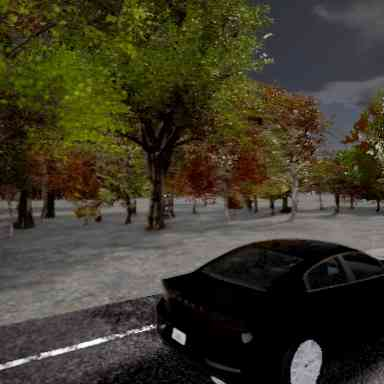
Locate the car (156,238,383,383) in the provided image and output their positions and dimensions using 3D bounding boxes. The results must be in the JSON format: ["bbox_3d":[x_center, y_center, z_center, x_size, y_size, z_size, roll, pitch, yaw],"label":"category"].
[{"bbox_3d":[1.870,1.477,5.204,5.008,1.535,1.882,0,0,-35],"label":"car"}]
